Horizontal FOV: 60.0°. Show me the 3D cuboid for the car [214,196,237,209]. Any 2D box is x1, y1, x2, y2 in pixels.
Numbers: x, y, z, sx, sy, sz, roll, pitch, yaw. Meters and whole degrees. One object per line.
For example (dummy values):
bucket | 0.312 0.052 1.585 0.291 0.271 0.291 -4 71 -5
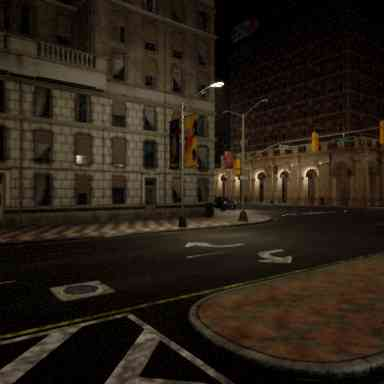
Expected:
car | 3.778 1.351 43.684 2.097 1.767 4.553 0 0 -36
